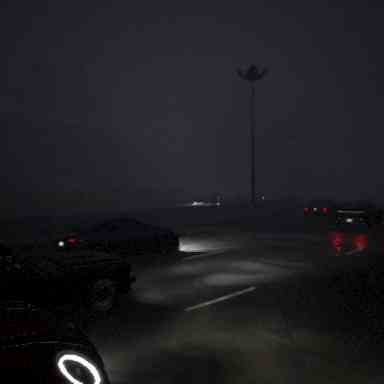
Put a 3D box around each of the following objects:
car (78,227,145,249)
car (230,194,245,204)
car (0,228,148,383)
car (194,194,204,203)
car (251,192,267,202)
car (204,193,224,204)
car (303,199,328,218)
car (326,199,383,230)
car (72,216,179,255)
[{"bbox_3d":[-3.413,1.597,5.844,4.718,1.301,1.895,-1,1,-39],"label":"car"},{"bbox_3d":[7.261,1.035,52.681,1.837,1.490,4.892,0,1,15],"label":"car"},{"bbox_3d":[-2.802,1.370,1.985,4.553,1.767,2.097,-1,0,-37],"label":"car"},{"bbox_3d":[1.519,1.044,58.531,2.128,1.511,4.902,-1,0,11],"label":"car"},{"bbox_3d":[10.211,0.867,50.460,2.097,1.767,4.553,-1,1,17],"label":"car"},{"bbox_3d":[3.830,0.915,53.449,2.097,1.767,4.553,-1,1,15],"label":"car"},{"bbox_3d":[10.134,1.248,25.604,2.033,1.411,5.357,0,1,34],"label":"car"},{"bbox_3d":[9.813,1.241,19.380,2.128,1.511,4.902,0,1,39],"label":"car"},{"bbox_3d":[-2.455,1.509,11.347,4.181,1.385,1.994,-1,1,-42],"label":"car"}]
